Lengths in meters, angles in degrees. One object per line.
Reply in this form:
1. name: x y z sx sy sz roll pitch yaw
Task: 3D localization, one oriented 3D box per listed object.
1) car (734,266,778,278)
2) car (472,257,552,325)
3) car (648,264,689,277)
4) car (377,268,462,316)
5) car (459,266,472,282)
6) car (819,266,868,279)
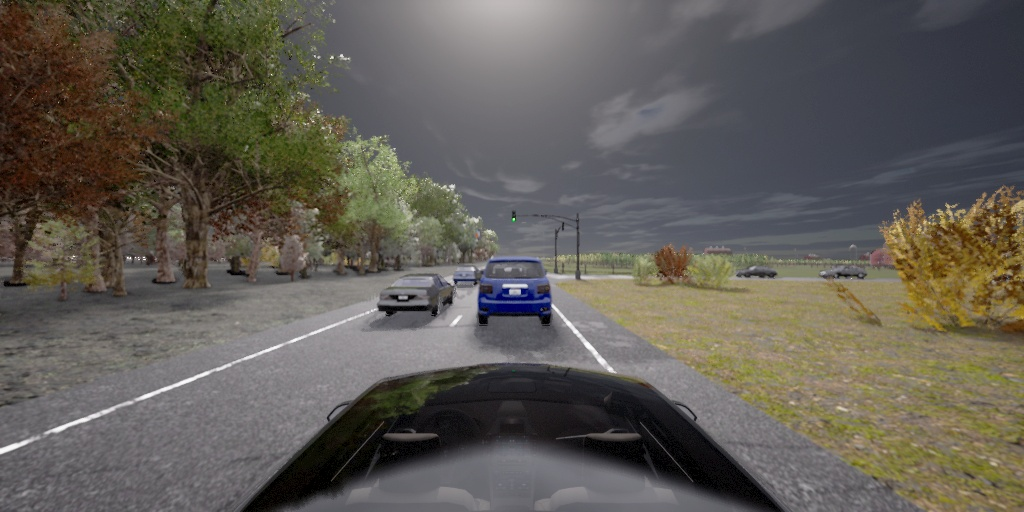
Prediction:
1. car: 29.280 1.910 43.066 4.674 1.442 1.812 1 -1 0
2. car: 0.076 1.043 12.245 2.150 2.045 5.566 0 0 0
3. car: 19.007 1.750 43.092 5.008 1.535 1.882 1 -1 0
4. car: -3.426 1.375 13.797 2.033 1.411 5.357 0 0 0
5. car: -3.469 1.468 28.348 2.033 1.411 5.357 0 0 0
6. car: 39.682 1.990 43.040 4.902 1.511 2.128 1 -1 0
